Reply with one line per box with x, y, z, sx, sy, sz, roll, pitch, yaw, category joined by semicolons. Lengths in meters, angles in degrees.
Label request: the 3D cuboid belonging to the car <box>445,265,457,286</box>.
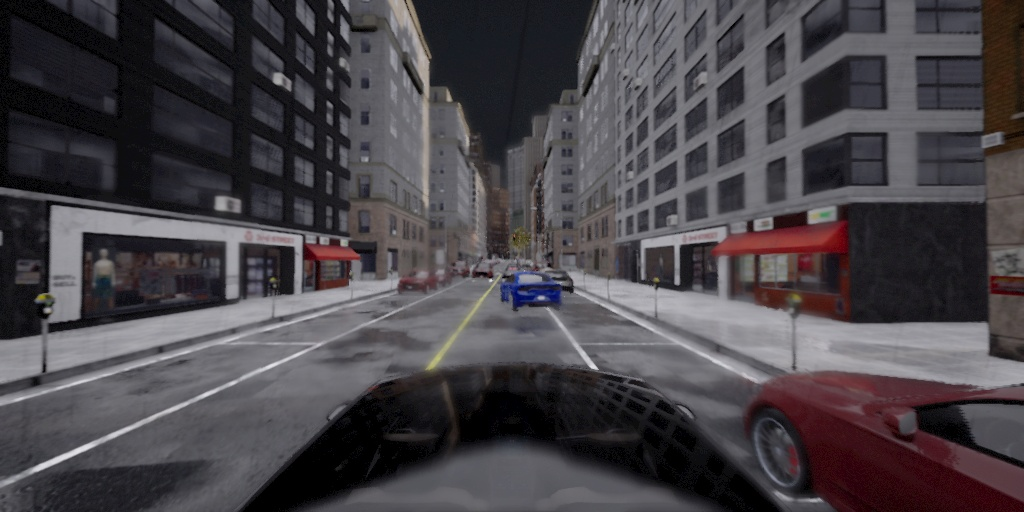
-5.752;1.648;28.008;1.802;1.307;4.207;0;0;0;car

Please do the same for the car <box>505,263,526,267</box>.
0.103;1.717;36.362;1.994;1.385;4.181;0;-1;1;car

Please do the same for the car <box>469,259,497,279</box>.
-3.063;1.525;38.437;2.097;1.767;4.553;0;0;0;car

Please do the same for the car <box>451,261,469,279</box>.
-5.747;1.495;39.114;2.192;1.841;5.009;0;0;0;car

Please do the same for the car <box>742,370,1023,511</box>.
3.148;1.274;1.532;1.812;1.442;4.674;0;-1;0;car

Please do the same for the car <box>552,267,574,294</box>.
2.771;1.571;22.446;1.948;1.339;4.313;0;0;0;car

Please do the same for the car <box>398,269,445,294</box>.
-5.755;1.550;22.457;1.888;1.381;4.507;0;0;0;car

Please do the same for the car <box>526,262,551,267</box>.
2.775;1.440;33.552;2.192;1.841;5.009;0;0;0;car

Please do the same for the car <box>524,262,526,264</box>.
2.780;1.758;44.827;1.751;1.417;4.829;0;0;0;car

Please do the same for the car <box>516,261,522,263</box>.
0.066;1.759;47.086;1.837;1.490;4.892;0;-1;0;car

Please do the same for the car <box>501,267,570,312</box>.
0.678;1.399;15.455;1.882;1.535;5.008;0;-1;-10;car

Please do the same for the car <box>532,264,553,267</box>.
2.773;1.592;28.168;1.751;1.417;4.829;0;0;0;car
